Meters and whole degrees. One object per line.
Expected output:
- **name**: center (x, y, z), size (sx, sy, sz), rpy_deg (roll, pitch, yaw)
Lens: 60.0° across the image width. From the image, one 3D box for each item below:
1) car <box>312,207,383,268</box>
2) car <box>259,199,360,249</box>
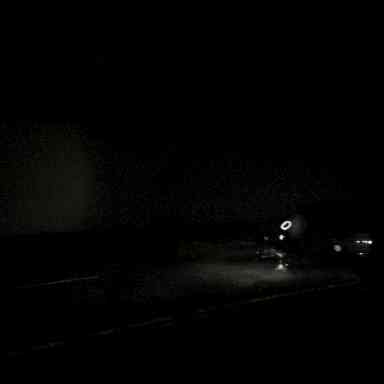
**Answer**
- **car**: center (6.592, 1.352, 10.377), size (4.902, 1.511, 2.128), rpy_deg (0, 0, -16)
- **car**: center (4.992, 1.188, 13.433), size (4.553, 1.767, 2.097), rpy_deg (0, 1, -17)
